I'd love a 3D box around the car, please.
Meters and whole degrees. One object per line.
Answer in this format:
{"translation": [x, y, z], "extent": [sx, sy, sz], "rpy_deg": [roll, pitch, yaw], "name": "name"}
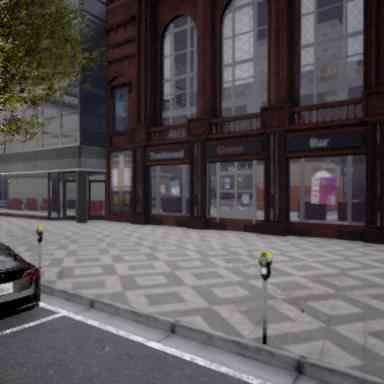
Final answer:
{"translation": [-4.639, 1.553, 6.386], "extent": [4.313, 1.339, 1.947], "rpy_deg": [0, 0, 35], "name": "car"}
